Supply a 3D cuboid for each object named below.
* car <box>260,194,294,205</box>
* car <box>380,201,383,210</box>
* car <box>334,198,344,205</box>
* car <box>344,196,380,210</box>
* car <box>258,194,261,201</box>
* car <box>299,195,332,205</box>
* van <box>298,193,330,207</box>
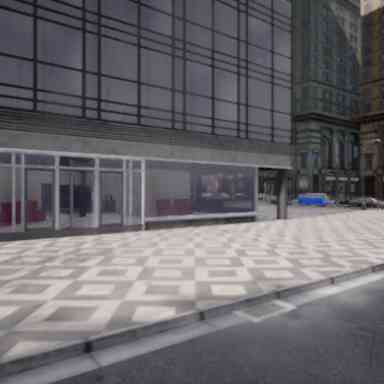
[{"bbox_3d":[12.527,1.213,47.761,2.008,1.369,4.403,1,0,-35],"label":"car"},{"bbox_3d":[22.331,1.379,33.839,1.752,1.417,4.829,1,0,-35],"label":"car"},{"bbox_3d":[22.727,1.292,48.084,1.947,1.339,4.313,1,0,-35],"label":"car"},{"bbox_3d":[21.345,1.369,40.035,1.812,1.442,4.674,0,2,-35],"label":"car"},{"bbox_3d":[13.023,1.052,61.864,2.008,1.369,4.403,1,0,-35],"label":"car"},{"bbox_3d":[19.494,1.201,52.677,1.887,1.381,4.507,1,0,-35],"label":"car"},{"bbox_3d":[15.764,1.073,43.167,1.690,1.788,3.998,1,0,-35],"label":"van"}]
